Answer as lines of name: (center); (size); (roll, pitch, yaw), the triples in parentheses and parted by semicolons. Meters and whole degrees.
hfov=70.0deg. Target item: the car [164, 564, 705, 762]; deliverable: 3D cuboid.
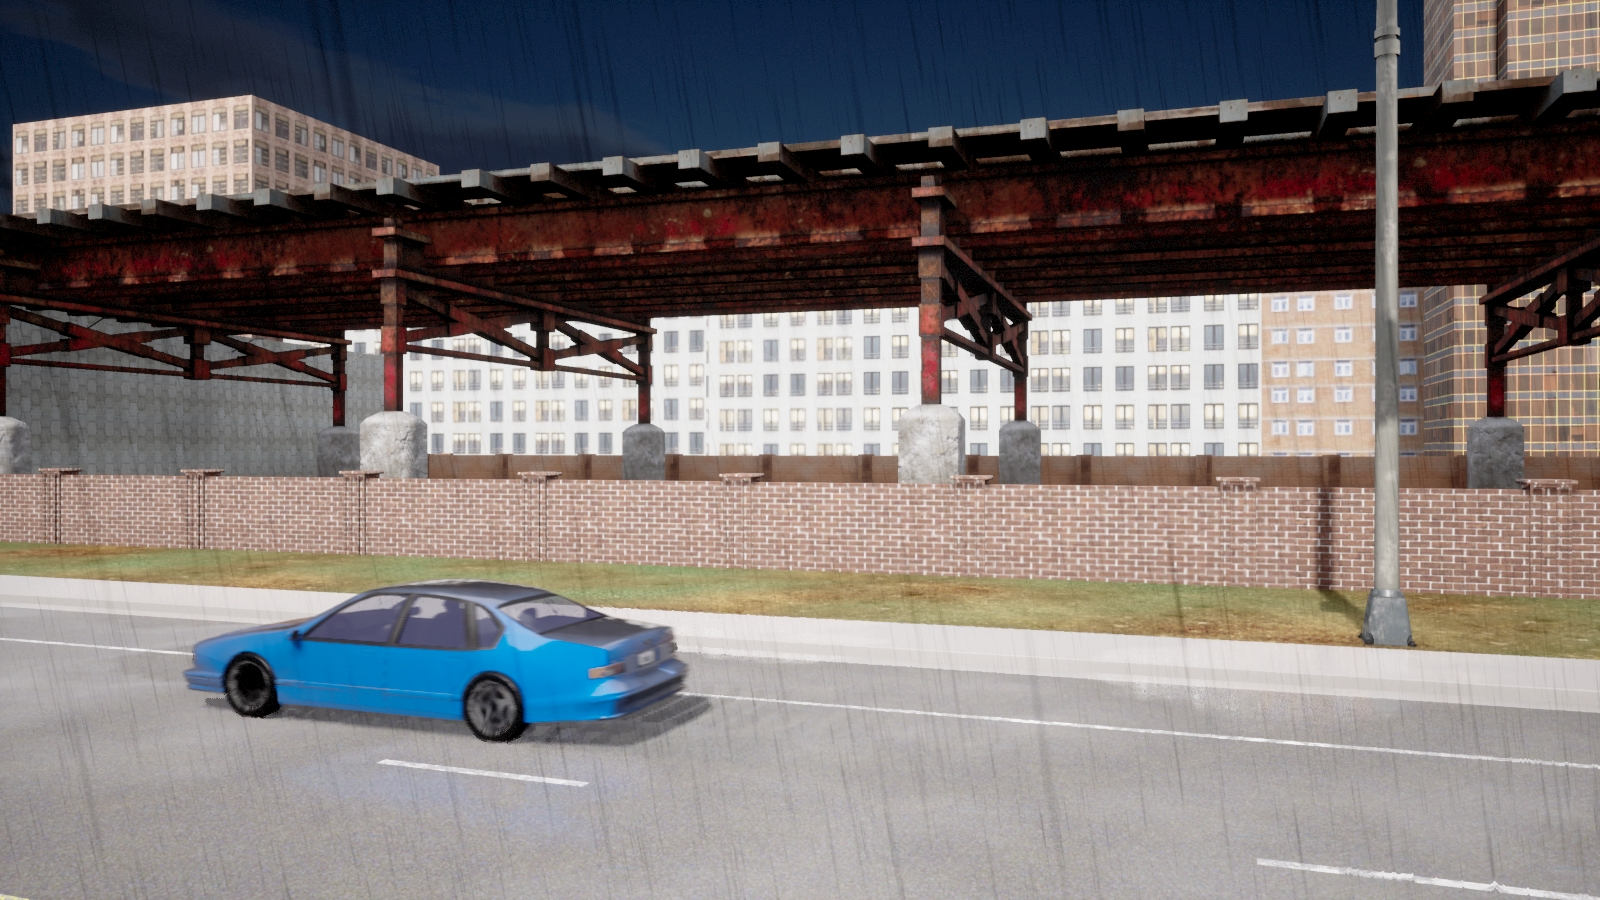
car: (-3.875, 2.106, 12.153); (5.357, 1.411, 2.033); (0, 0, 20)
